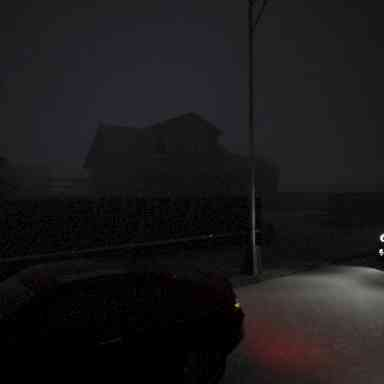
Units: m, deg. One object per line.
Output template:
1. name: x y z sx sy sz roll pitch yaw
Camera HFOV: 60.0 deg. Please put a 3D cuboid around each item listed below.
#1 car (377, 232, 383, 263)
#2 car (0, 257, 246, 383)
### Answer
1. car: 7.536 1.255 9.999 4.553 1.767 2.097 -1 0 -36
2. car: -1.455 1.524 3.542 4.674 1.442 1.812 0 0 -36
